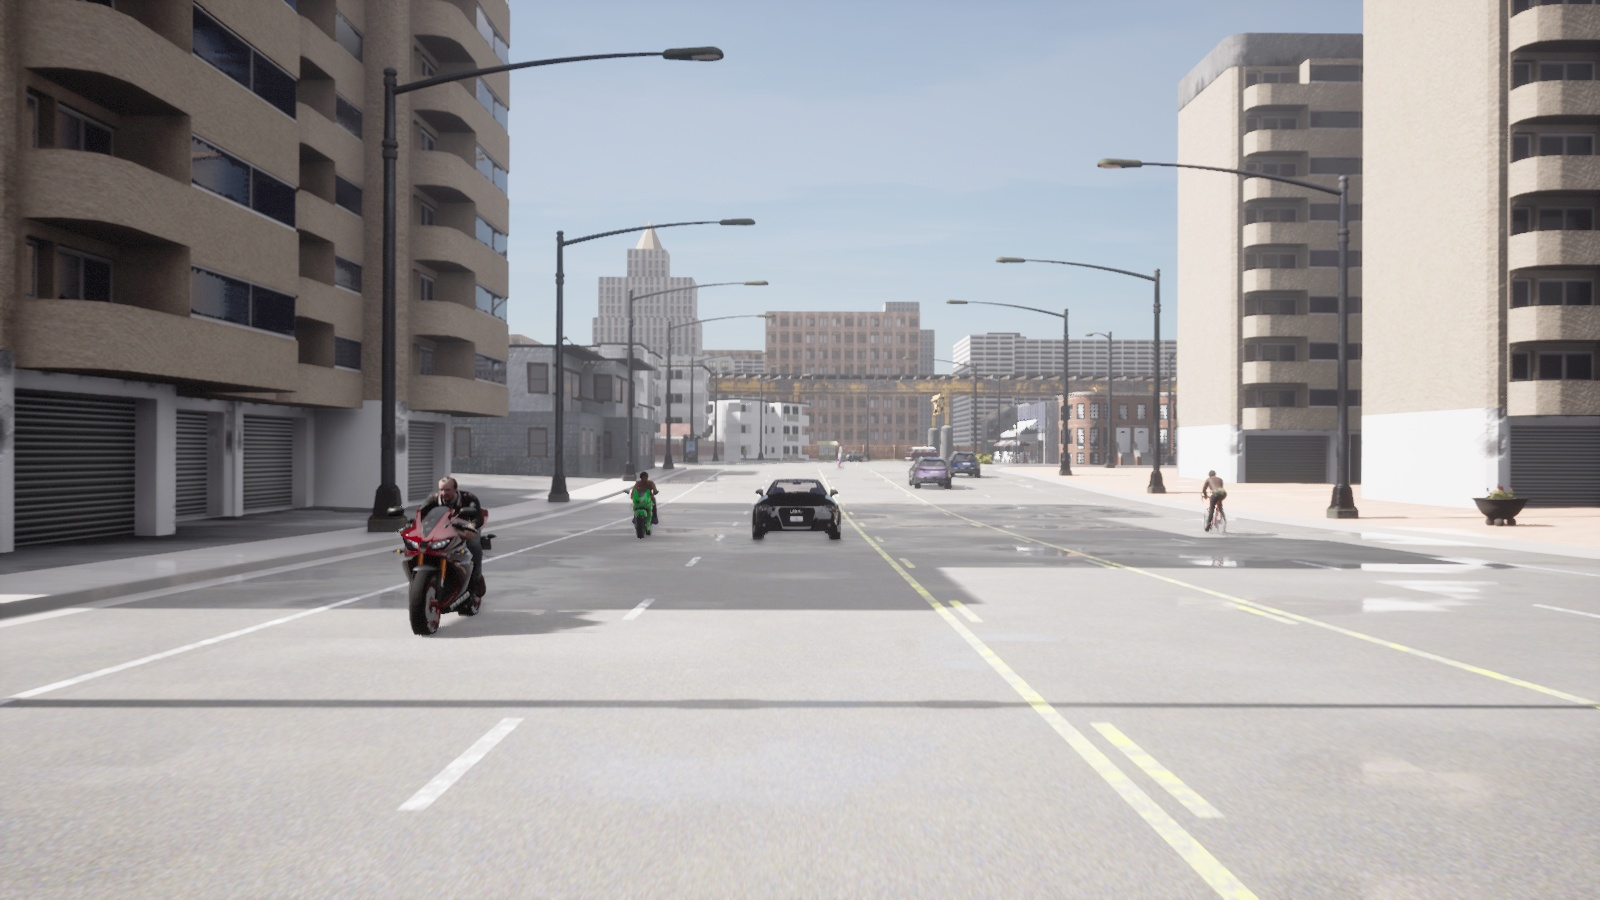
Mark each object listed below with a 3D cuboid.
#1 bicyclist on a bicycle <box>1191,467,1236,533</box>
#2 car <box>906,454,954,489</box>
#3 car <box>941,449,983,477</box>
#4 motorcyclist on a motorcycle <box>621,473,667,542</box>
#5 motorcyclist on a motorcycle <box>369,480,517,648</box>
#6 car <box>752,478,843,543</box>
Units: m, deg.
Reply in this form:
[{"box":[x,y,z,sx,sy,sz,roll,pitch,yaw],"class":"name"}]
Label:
[{"box":[10.427,1.252,31.719,0.582,1.620,1.656,0,-1,0],"class":"bicyclist on a bicycle"},{"box":[6.844,1.097,66.450,2.033,1.649,4.856,0,1,0],"class":"car"},{"box":[10.310,0.804,80.245,2.033,1.649,4.856,0,1,0],"class":"car"},{"box":[-3.566,1.289,28.890,0.797,1.523,2.044,0,-1,0],"class":"motorcyclist on a motorcycle"},{"box":[-3.529,1.073,12.646,0.866,1.530,2.191,0,-1,0],"class":"motorcyclist on a motorcycle"},{"box":[-0.068,1.369,29.626,1.994,1.385,4.181,0,-1,0],"class":"car"}]
